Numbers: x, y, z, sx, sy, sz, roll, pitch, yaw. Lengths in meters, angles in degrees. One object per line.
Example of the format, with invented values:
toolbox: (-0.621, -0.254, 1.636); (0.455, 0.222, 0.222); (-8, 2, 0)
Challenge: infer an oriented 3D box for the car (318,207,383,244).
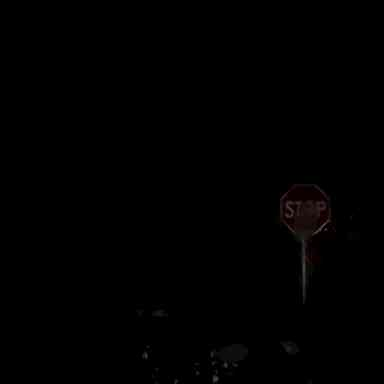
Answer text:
car: (8.157, 1.474, 14.839); (4.892, 1.490, 1.837); (1, -1, 0)
